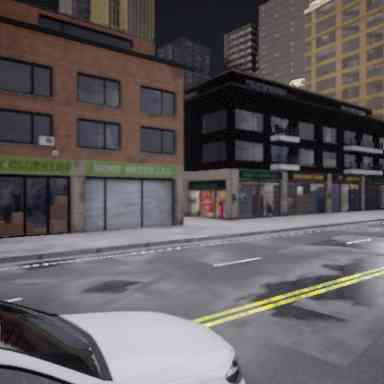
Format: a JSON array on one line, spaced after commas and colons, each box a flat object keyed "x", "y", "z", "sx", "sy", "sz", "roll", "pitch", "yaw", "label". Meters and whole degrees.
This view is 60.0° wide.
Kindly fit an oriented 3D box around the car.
[{"x": -1.676, "y": 1.526, "z": 2.246, "sx": 4.674, "sy": 1.442, "sz": 1.812, "roll": 0, "pitch": 0, "yaw": -35, "label": "car"}]
